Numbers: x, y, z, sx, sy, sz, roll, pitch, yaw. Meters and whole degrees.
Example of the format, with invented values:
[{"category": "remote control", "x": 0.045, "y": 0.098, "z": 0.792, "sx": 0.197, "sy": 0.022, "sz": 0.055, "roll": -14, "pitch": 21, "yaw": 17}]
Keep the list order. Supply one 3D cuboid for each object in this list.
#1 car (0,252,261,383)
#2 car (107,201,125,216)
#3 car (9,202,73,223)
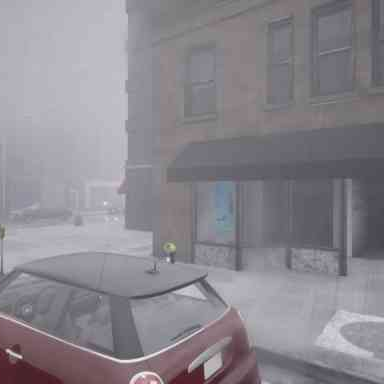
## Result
[{"category": "car", "x": -1.405, "y": 1.440, "z": 3.851, "sx": 4.097, "sy": 1.590, "sz": 1.967, "roll": 0, "pitch": 0, "yaw": 36}, {"category": "car", "x": -6.253, "y": 1.555, "z": 32.644, "sx": 1.994, "sy": 1.385, "sz": 4.181, "roll": 0, "pitch": 0, "yaw": 35}, {"category": "car", "x": -11.377, "y": 1.515, "z": 25.367, "sx": 1.812, "sy": 1.442, "sz": 4.674, "roll": 0, "pitch": 0, "yaw": 37}]
